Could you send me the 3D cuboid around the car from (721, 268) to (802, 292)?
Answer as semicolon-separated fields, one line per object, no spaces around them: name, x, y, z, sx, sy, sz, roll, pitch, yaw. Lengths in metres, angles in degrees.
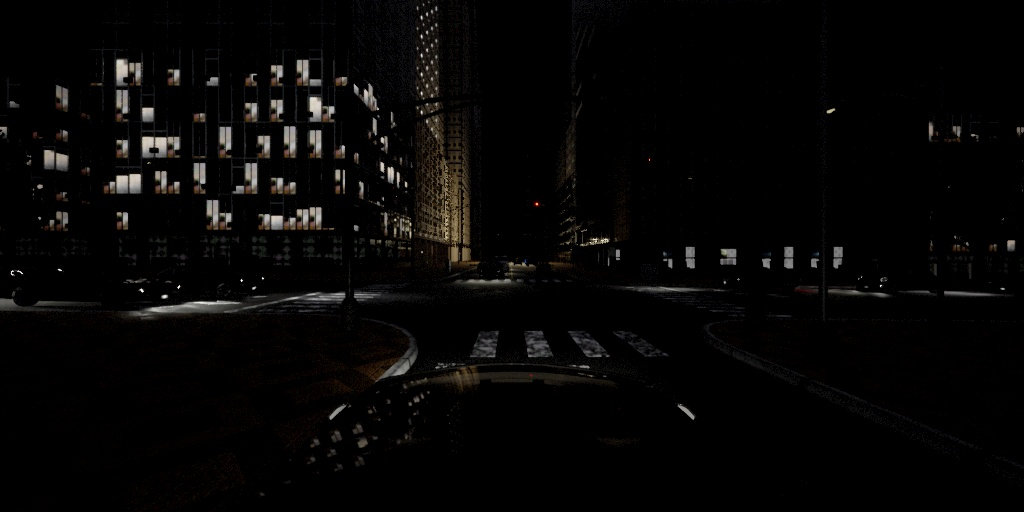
car;16.902;1.569;24.442;4.902;1.511;2.128;1;0;-3

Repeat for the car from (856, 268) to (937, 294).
car;26.748;1.606;24.889;4.553;1.767;2.097;1;0;-3

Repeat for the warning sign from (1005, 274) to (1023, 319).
warning sign;17.282;1.204;11.746;1.060;1.860;1.300;0;0;-3

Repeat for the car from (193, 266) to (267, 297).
car;-14.010;1.118;16.322;4.718;1.301;1.895;1;0;-3

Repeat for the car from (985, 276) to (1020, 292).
car;36.763;2.035;25.339;4.718;1.301;1.895;1;0;-2

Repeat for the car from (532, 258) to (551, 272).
car;3.959;1.329;45.558;1.948;1.339;4.313;0;0;0

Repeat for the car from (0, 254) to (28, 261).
car;-22.915;0.706;15.919;4.553;1.767;2.097;1;0;-3

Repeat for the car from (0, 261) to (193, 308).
car;-15.289;1.042;13.042;5.357;1.411;2.033;1;0;0

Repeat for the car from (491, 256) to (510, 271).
car;-1.501;0.986;46.551;2.150;2.045;5.566;0;0;1

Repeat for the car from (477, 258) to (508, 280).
car;-1.722;1.246;32.299;1.882;1.535;5.008;0;0;4
